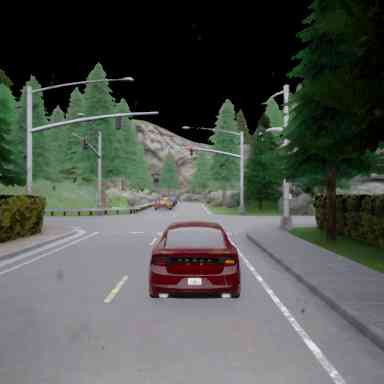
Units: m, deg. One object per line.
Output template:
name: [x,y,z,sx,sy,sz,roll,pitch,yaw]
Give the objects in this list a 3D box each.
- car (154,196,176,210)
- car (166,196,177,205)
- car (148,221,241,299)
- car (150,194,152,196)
car: [-3.583,1.352,42.629,2.097,1.767,4.553,0,0,0]
car: [-3.794,1.477,61.939,1.882,1.535,5.008,0,0,-6]
car: [0.069,1.478,8.527,1.882,1.535,5.008,0,0,0]
car: [-10.993,1.355,79.667,4.553,1.767,2.097,0,0,24]
